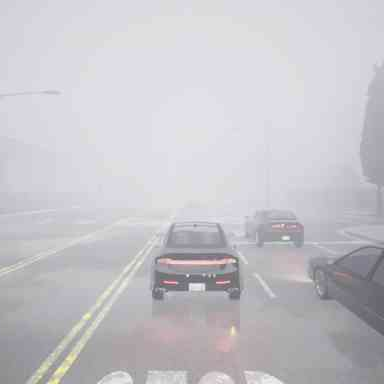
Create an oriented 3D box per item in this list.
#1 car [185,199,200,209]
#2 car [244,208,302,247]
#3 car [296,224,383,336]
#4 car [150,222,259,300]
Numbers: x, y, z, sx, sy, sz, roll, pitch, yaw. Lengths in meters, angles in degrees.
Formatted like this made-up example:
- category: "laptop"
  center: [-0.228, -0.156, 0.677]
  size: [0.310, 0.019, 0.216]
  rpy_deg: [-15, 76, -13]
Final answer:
- category: "car"
  center: [0.027, 1.601, 44.148]
  size: [1.895, 1.301, 4.718]
  rpy_deg: [0, 0, 0]
- category: "car"
  center: [3.575, 1.505, 15.095]
  size: [1.837, 1.490, 4.892]
  rpy_deg: [0, 0, 0]
- category: "car"
  center: [3.591, 1.547, 5.349]
  size: [2.033, 1.411, 5.357]
  rpy_deg: [0, 0, 0]
- category: "car"
  center: [0.087, 1.492, 8.397]
  size: [2.128, 1.511, 4.902]
  rpy_deg: [0, 0, 0]
